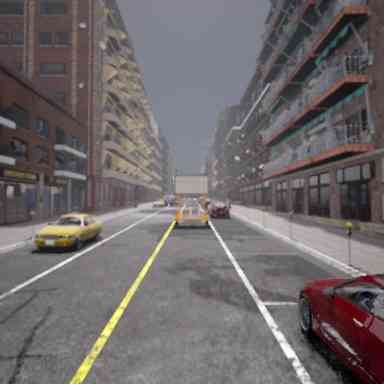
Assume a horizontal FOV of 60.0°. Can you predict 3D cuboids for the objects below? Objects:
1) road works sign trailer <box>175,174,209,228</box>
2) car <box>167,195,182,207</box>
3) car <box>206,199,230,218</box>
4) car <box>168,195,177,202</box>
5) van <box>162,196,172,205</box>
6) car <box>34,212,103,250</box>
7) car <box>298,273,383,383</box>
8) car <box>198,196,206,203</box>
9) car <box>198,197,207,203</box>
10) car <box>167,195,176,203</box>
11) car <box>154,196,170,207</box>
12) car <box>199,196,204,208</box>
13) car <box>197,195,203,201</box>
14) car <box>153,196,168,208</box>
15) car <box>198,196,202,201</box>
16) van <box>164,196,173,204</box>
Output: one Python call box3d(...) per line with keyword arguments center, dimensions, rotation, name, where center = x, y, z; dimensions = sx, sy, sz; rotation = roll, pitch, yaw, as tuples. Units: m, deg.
box3d(center=(-0.010, 0.555, 23.191), dimensions=(2.380, 3.560, 2.880), rotation=(0, 0, 0), name="road works sign trailer")
box3d(center=(-2.810, 1.783, 57.257), dimensions=(1.837, 1.490, 4.892), rotation=(0, 0, 0), name="car")
box3d(center=(2.585, 1.676, 31.515), dimensions=(1.887, 1.381, 4.507), rotation=(1, 0, 0), name="car")
box3d(center=(-5.289, 1.847, 92.413), dimensions=(2.192, 1.841, 5.009), rotation=(1, 0, 0), name="car")
box3d(center=(-5.290, 1.704, 70.291), dimensions=(1.690, 1.788, 3.998), rotation=(2, 0, 0), name="van")
box3d(center=(-5.294, 1.580, 14.823), dimensions=(1.752, 1.417, 4.829), rotation=(2, 0, 0), name="car")
box3d(center=(2.584, 1.596, 3.865), dimensions=(1.802, 1.307, 4.206), rotation=(1, 0, 0), name="car")
box3d(center=(2.595, 1.928, 86.822), dimensions=(1.967, 1.590, 4.097), rotation=(1, 0, 0), name="car")
box3d(center=(2.585, 1.989, 81.290), dimensions=(1.887, 1.381, 4.507), rotation=(1, 0, 0), name="car")
box3d(center=(-5.290, 1.803, 86.884), dimensions=(2.192, 1.841, 5.009), rotation=(1, 0, 0), name="car")
box3d(center=(-5.289, 1.606, 59.233), dimensions=(2.192, 1.841, 5.009), rotation=(2, 0, 0), name="car")
box3d(center=(2.585, 1.801, 53.637), dimensions=(1.887, 1.381, 4.507), rotation=(1, 0, 0), name="car")
box3d(center=(2.585, 1.948, 75.760), dimensions=(1.887, 1.381, 4.507), rotation=(1, 0, 0), name="car")
box3d(center=(-5.295, 1.781, 53.530), dimensions=(1.752, 1.417, 4.829), rotation=(2, 0, 0), name="car")
box3d(center=(2.585, 1.841, 59.168), dimensions=(2.008, 1.369, 4.403), rotation=(1, 0, 0), name="car")
box3d(center=(-5.290, 1.745, 75.823), dimensions=(1.690, 1.788, 3.998), rotation=(1, 0, 0), name="van")
